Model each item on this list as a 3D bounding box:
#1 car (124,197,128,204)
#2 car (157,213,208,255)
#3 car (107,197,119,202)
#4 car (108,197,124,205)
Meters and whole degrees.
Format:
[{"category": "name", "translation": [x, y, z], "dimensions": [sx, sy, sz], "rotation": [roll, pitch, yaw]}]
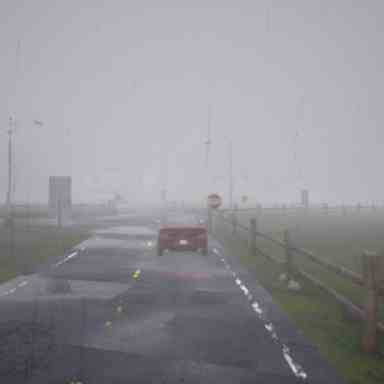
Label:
[{"category": "car", "translation": [-17.179, 1.971, 81.023], "dimensions": [2.097, 1.767, 4.553], "rotation": [0, 0, -25]}, {"category": "car", "translation": [-0.468, 1.624, 14.048], "dimensions": [1.882, 1.535, 5.008], "rotation": [0, -1, -4]}, {"category": "car", "translation": [-21.522, 2.015, 90.184], "dimensions": [2.128, 1.511, 4.902], "rotation": [0, 0, -27]}, {"category": "car", "translation": [-16.757, 2.082, 72.923], "dimensions": [1.837, 1.490, 4.892], "rotation": [0, 0, -21]}]
